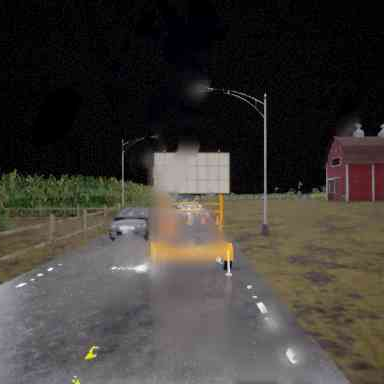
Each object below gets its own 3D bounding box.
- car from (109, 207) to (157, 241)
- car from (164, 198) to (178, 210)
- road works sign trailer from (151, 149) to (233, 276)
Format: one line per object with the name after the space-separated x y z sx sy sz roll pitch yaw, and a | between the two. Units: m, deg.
-2.873 1.518 17.033 2.128 1.511 4.902 0 0 0 | car
-2.813 1.615 44.472 1.837 1.490 4.892 0 0 0 | car
-0.009 0.477 10.395 2.380 3.560 2.880 0 0 0 | road works sign trailer
